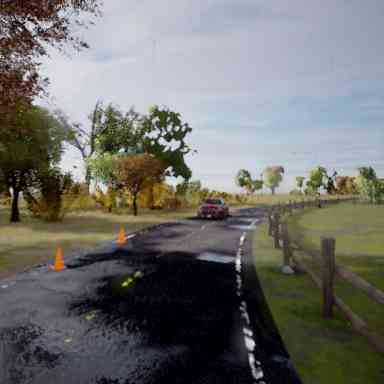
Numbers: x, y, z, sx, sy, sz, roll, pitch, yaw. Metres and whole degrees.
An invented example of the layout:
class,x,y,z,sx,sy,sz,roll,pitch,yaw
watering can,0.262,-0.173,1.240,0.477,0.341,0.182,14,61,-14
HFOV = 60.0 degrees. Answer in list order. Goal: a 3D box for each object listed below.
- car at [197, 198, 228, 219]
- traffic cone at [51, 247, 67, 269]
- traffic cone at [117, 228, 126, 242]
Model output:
class,x,y,z,sx,sy,sz,roll,pitch,yaw
car,1.806,1.284,27.983,2.097,1.767,4.553,0,0,13
traffic cone,-3.910,1.934,9.803,0.340,0.580,0.340,0,0,7
traffic cone,-3.134,1.926,14.887,0.340,0.580,0.340,0,0,10
